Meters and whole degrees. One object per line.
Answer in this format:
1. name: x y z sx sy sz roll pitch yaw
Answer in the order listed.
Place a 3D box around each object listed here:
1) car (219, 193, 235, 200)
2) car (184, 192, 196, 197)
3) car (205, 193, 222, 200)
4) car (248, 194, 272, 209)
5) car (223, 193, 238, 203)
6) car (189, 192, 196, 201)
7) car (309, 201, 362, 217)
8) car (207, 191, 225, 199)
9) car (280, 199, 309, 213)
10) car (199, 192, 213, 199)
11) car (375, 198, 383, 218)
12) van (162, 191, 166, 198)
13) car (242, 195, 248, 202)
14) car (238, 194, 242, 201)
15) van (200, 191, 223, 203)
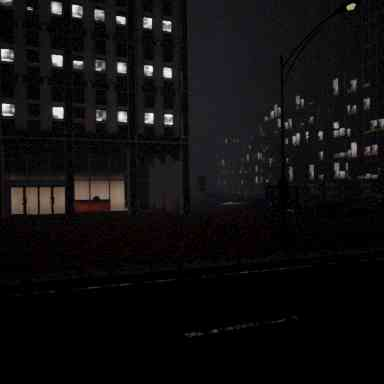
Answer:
1. car: 7.263 0.953 69.615 1.802 1.307 4.206 0 1 -20
2. car: -0.490 0.709 90.985 2.008 1.369 4.403 0 1 -20
3. car: 4.501 0.930 69.608 1.812 1.442 4.674 -1 1 -20
4. car: 9.024 1.331 40.027 1.947 1.339 4.313 0 1 -20
5. car: 5.471 1.107 57.790 2.033 1.411 5.357 -1 1 -20
6. car: -0.616 1.056 66.758 2.008 1.369 4.403 0 1 -20
7. car: 12.829 1.433 29.314 1.947 1.339 4.313 0 1 -20
8. car: 5.323 0.633 74.955 2.192 1.841 5.009 0 1 -20
9. car: 10.908 1.398 34.665 1.802 1.307 4.206 0 1 -20
10. car: 3.385 0.705 80.299 1.967 1.590 4.097 0 1 -20
11. car: 16.907 1.215 26.077 2.097 1.767 4.553 -1 1 -21
12. van: -6.430 0.687 82.785 1.690 1.788 3.998 0 1 -20
13. car: 11.139 1.058 58.928 1.802 1.307 4.206 0 1 -20
14. car: 7.924 1.023 60.174 1.812 1.442 4.674 -1 1 -20
15. van: 3.260 0.951 56.070 1.690 1.788 3.998 0 1 -20
